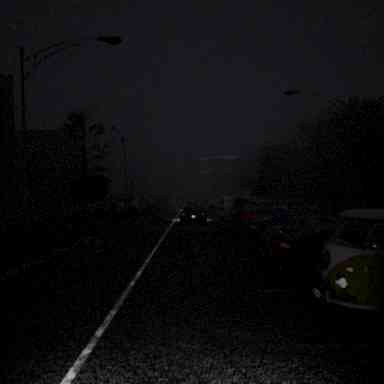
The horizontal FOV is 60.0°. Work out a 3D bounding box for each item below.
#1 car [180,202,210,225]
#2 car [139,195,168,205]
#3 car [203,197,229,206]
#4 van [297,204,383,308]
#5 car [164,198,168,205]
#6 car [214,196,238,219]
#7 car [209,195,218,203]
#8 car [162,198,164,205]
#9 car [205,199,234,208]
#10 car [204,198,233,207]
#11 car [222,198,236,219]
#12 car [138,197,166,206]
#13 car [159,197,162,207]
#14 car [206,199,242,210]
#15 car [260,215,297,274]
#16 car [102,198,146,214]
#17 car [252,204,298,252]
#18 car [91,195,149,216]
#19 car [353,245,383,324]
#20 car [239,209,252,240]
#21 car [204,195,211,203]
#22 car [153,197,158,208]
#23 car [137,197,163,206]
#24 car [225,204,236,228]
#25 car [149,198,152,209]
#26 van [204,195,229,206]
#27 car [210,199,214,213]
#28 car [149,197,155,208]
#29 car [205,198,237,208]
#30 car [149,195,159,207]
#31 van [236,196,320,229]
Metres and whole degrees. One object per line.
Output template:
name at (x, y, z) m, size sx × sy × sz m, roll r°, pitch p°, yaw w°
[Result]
car at (0.095, 1.722, 25.503) m, size 1.994 × 1.385 × 4.181 m, roll 0°, pitch 0°, yaw 0°
car at (-7.666, 1.572, 67.385) m, size 5.566 × 2.045 × 2.435 m, roll 0°, pitch 0°, yaw 0°
car at (4.630, 1.850, 64.859) m, size 4.892 × 1.521 × 2.231 m, roll 0°, pitch 1°, yaw 0°
van at (4.533, 1.293, 6.182) m, size 4.442 × 1.987 × 1.878 m, roll 0°, pitch 0°, yaw 0°
car at (-7.507, 1.842, 58.670) m, size 5.366 × 1.575 × 1.946 m, roll 0°, pitch 0°, yaw 0°
car at (4.675, 1.549, 31.323) m, size 4.553 × 1.767 × 2.185 m, roll 0°, pitch 0°, yaw 0°
car at (4.673, 1.601, 39.830) m, size 4.553 × 1.767 × 2.185 m, roll 0°, pitch 0°, yaw 0°
car at (-7.877, 1.823, 55.730) m, size 5.366 × 1.575 × 1.946 m, roll 0°, pitch 0°, yaw 0°
car at (4.640, 1.870, 56.466) m, size 4.674 × 1.452 × 2.002 m, roll 0°, pitch 0°, yaw 0°
car at (4.644, 1.848, 59.257) m, size 4.892 × 1.521 × 2.231 m, roll 0°, pitch 0°, yaw 0°
car at (4.614, 1.497, 22.943) m, size 4.553 × 1.767 × 2.185 m, roll 0°, pitch 0°, yaw 0°
car at (-7.699, 1.853, 64.442) m, size 5.008 × 1.535 × 2.097 m, roll 0°, pitch 0°, yaw 0°
car at (-7.697, 1.809, 52.668) m, size 4.892 × 1.521 × 2.231 m, roll 0°, pitch 0°, yaw 0°
car at (4.634, 1.778, 48.085) m, size 5.008 × 1.535 × 2.097 m, roll 0°, pitch 0°, yaw 0°
car at (4.643, 1.537, 9.099) m, size 5.008 × 1.535 × 2.097 m, roll 0°, pitch 0°, yaw 0°
car at (-7.656, 1.591, 37.978) m, size 4.553 × 1.767 × 2.185 m, roll 0°, pitch 0°, yaw 0°
car at (4.678, 1.428, 11.770) m, size 4.553 × 1.767 × 2.185 m, roll 0°, pitch 0°, yaw 0°
car at (-7.716, 1.448, 35.166) m, size 5.566 × 2.045 × 2.435 m, roll 0°, pitch 0°, yaw 0°
car at (4.656, 1.503, 3.388) m, size 4.892 × 1.521 × 2.231 m, roll 0°, pitch 0°, yaw 0°
car at (4.645, 1.611, 14.561) m, size 4.674 × 1.452 × 2.002 m, roll 0°, pitch 0°, yaw 0°
car at (4.612, 1.510, 45.292) m, size 5.566 × 2.045 × 2.435 m, roll 0°, pitch 0°, yaw 0°
car at (-7.719, 1.801, 46.917) m, size 4.792 × 1.488 × 2.163 m, roll 0°, pitch 0°, yaw 0°
car at (-7.662, 1.733, 61.613) m, size 4.553 × 1.767 × 2.185 m, roll 0°, pitch 0°, yaw 0°
car at (4.674, 1.635, 20.151) m, size 4.792 × 1.488 × 2.163 m, roll 0°, pitch 0°, yaw 0°
car at (-7.686, 1.775, 40.915) m, size 4.674 × 1.452 × 2.002 m, roll 0°, pitch 0°, yaw 0°
van at (4.520, 1.633, 62.051) m, size 4.442 × 1.987 × 1.878 m, roll 0°, pitch 0°, yaw 0°
car at (4.613, 1.721, 34.118) m, size 4.792 × 1.488 × 2.163 m, roll 0°, pitch 0°, yaw 0°
car at (-7.686, 1.794, 43.978) m, size 4.674 × 1.452 × 2.002 m, roll 0°, pitch 0°, yaw 0°
car at (4.632, 1.815, 53.797) m, size 4.892 × 1.521 × 2.231 m, roll 0°, pitch 0°, yaw 0°
car at (-7.722, 1.664, 49.856) m, size 4.553 × 1.767 × 2.185 m, roll 0°, pitch 0°, yaw 0°
van at (4.763, 1.362, 17.356) m, size 4.442 × 1.987 × 1.878 m, roll 0°, pitch 0°, yaw 0°
